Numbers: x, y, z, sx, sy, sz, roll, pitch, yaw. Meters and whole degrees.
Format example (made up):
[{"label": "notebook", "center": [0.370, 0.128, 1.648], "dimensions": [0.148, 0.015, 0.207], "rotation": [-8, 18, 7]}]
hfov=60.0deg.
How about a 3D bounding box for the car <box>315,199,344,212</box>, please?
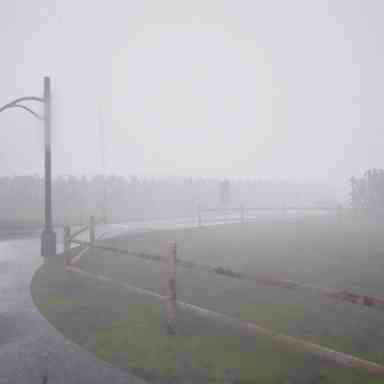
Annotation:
[{"label": "car", "center": [16.525, 1.538, 39.841], "dimensions": [4.902, 1.511, 2.128], "rotation": [0, -1, -45]}]
